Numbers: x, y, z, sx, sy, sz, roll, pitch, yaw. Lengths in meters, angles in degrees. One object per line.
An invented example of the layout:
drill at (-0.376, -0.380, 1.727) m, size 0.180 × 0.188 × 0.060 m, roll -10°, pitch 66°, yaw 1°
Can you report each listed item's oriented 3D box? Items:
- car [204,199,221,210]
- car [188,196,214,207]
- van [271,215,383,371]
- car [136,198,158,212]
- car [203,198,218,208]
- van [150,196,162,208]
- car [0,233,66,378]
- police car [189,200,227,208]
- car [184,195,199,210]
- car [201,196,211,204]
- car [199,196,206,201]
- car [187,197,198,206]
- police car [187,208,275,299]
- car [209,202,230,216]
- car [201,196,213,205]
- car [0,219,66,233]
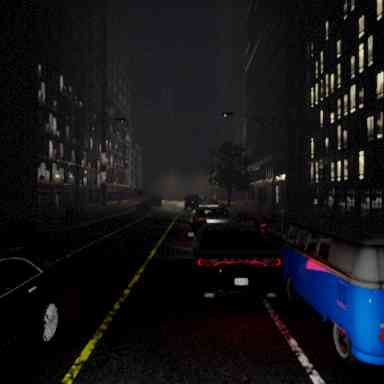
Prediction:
car at (2.786, 1.705, 45.438) m, size 2.008 × 1.369 × 4.403 m, roll 0°, pitch 0°, yaw 0°
car at (0.950, 1.438, 24.585) m, size 2.097 × 1.767 × 4.553 m, roll 0°, pitch 0°, yaw 0°
van at (2.701, 1.361, 5.592) m, size 1.690 × 1.788 × 3.998 m, roll 0°, pitch 0°, yaw 0°
car at (-5.607, 1.688, 39.767) m, size 2.008 × 1.369 × 4.403 m, roll 0°, pitch 0°, yaw 0°
car at (2.798, 1.719, 51.130) m, size 2.008 × 1.369 × 4.403 m, roll 0°, pitch 0°, yaw 0°
van at (-5.582, 1.509, 51.153) m, size 1.690 × 1.788 × 3.998 m, roll 0°, pitch 0°, yaw 0°
car at (-2.993, 1.517, 3.523) m, size 1.837 × 1.490 × 4.892 m, roll 0°, pitch 0°, yaw 0°
police car at (0.939, 1.491, 18.724) m, size 1.930 × 1.638 × 5.238 m, roll 0°, pitch 0°, yaw 0°
car at (0.098, 1.374, 44.825) m, size 2.150 × 2.045 × 5.566 m, roll 0°, pitch 0°, yaw 0°
car at (2.834, 1.642, 68.208) m, size 1.967 × 1.590 × 4.097 m, roll 0°, pitch 0°, yaw 0°
car at (2.883, 1.784, 90.978) m, size 1.887 × 1.381 × 4.507 m, roll 0°, pitch 0°, yaw 0°
car at (0.125, 1.690, 59.378) m, size 1.837 × 1.490 × 4.892 m, roll 0°, pitch 0°, yaw 0°
police car at (0.918, 1.457, 8.724) m, size 1.930 × 1.638 × 5.238 m, roll 0°, pitch 0°, yaw 0°
car at (2.762, 1.702, 34.053) m, size 1.802 × 1.307 × 4.206 m, roll 0°, pitch 0°, yaw 0°
car at (2.823, 1.631, 62.516) m, size 1.967 × 1.590 × 4.097 m, roll 0°, pitch 0°, yaw 0°
car at (-5.667, 1.621, 11.304) m, size 1.802 × 1.307 × 4.206 m, roll 0°, pitch 0°, yaw 0°
